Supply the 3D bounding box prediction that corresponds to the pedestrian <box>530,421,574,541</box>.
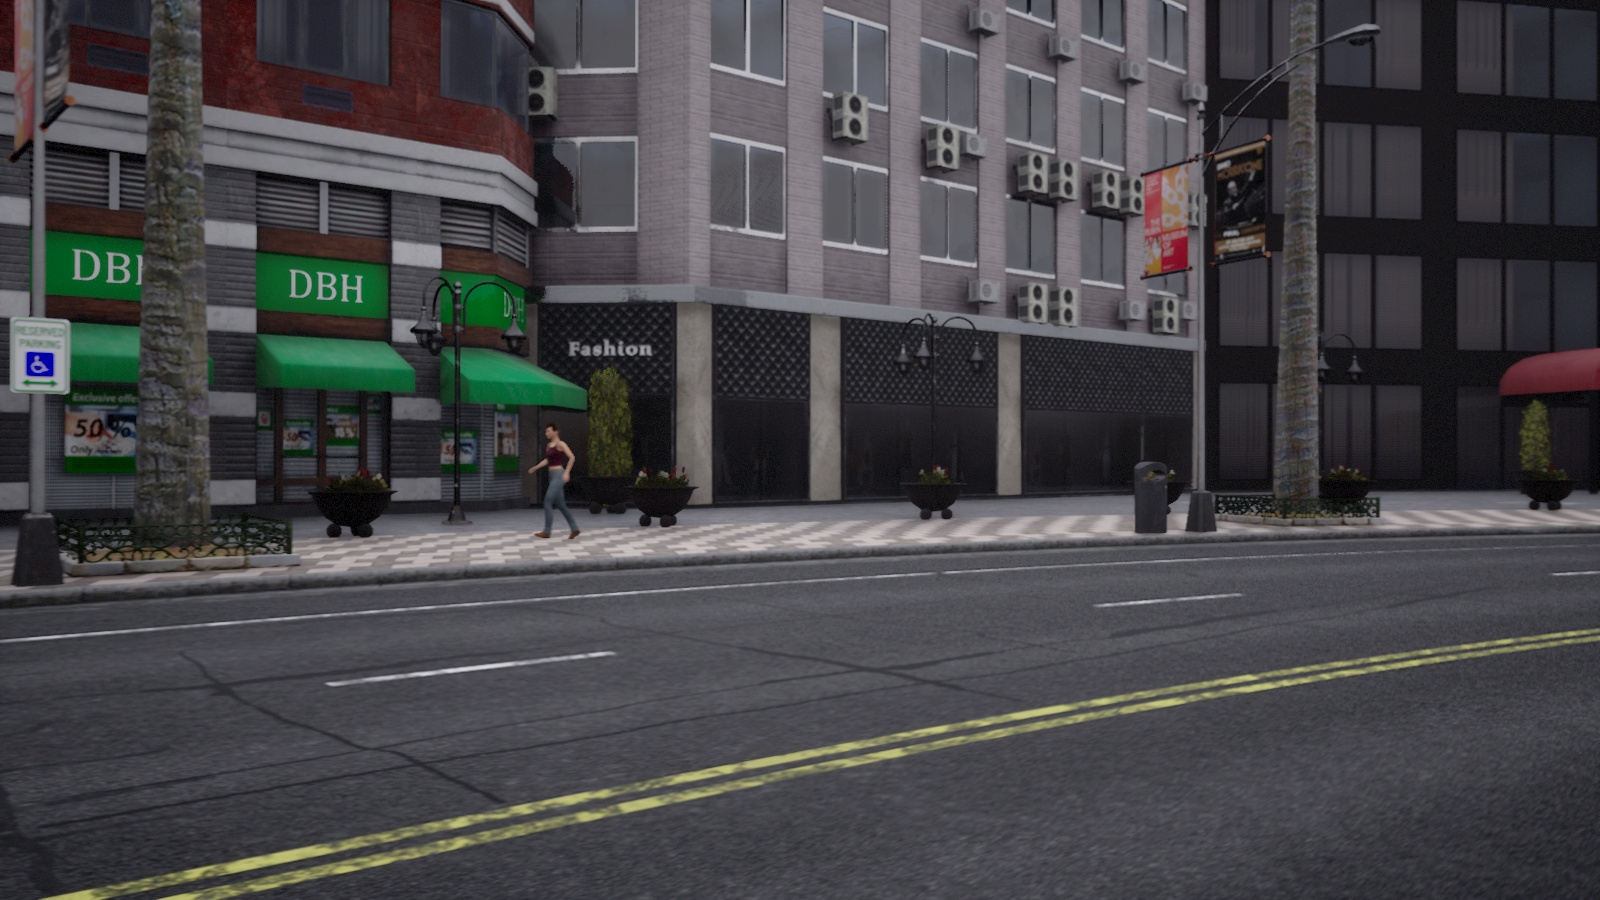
[{"bbox_3d":[-3.825,0.472,19.374,0.594,1.836,0.345,0,0,-29],"label":"pedestrian"}]
